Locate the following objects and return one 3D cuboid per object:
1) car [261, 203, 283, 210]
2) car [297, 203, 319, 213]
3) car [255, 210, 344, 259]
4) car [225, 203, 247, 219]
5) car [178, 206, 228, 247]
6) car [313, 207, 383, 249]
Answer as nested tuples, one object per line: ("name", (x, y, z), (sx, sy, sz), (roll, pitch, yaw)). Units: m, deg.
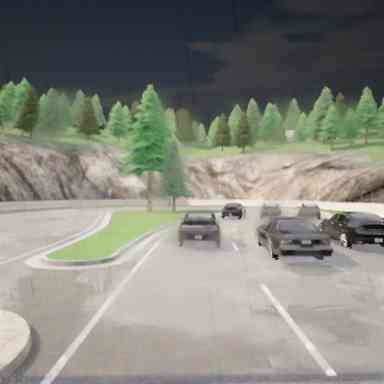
("car", (7.739, 1.794, 32.411), (2.128, 1.511, 4.902), (0, -1, 16))
("car", (11.344, 1.793, 32.299), (2.128, 1.511, 4.902), (0, -1, 16))
("car", (3.740, 1.670, 13.067), (2.033, 1.411, 5.357), (0, -1, 2))
("car", (4.162, 1.810, 32.622), (1.837, 1.490, 4.892), (0, -1, 16))
("car", (0.430, 1.641, 15.887), (2.128, 1.511, 4.902), (0, -1, 4))
("car", (7.387, 1.649, 15.337), (1.837, 1.490, 4.892), (0, -1, 3))
